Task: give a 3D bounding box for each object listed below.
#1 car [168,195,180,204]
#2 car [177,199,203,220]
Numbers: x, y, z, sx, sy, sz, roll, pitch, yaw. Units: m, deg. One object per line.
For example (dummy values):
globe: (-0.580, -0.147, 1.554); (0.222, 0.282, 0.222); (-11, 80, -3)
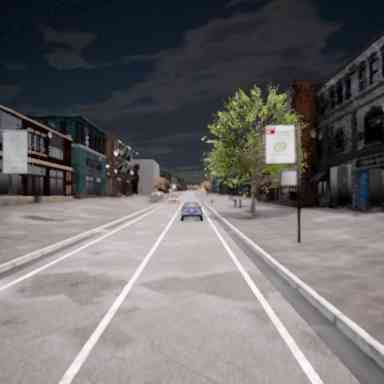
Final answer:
car: (-3.239, 1.257, 61.437); (2.097, 1.767, 4.553); (0, 0, 0)
car: (-0.015, 1.573, 28.786); (2.033, 1.411, 5.357); (0, 0, 0)
